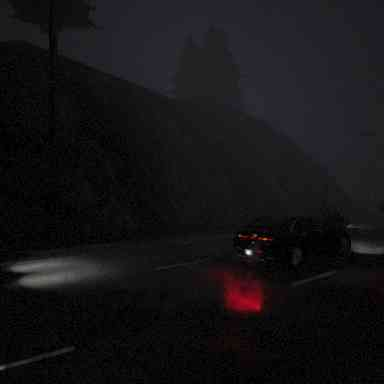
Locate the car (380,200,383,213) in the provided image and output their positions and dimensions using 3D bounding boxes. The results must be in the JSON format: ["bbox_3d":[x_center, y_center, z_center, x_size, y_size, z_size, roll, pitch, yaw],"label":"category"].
[{"bbox_3d":[20.709,1.379,34.365,1.837,1.490,4.892,0,0,38],"label":"car"}]

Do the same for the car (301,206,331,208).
[{"bbox_3d":[7.216,1.498,19.115,5.357,1.411,2.033,0,0,-44],"label":"car"}]

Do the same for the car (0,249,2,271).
[{"bbox_3d":[-6.965,1.554,7.483,4.674,1.442,1.812,0,0,-35],"label":"car"}]

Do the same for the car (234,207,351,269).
[{"bbox_3d":[3.504,1.480,11.155,4.892,1.490,1.837,0,0,-39],"label":"car"}]
